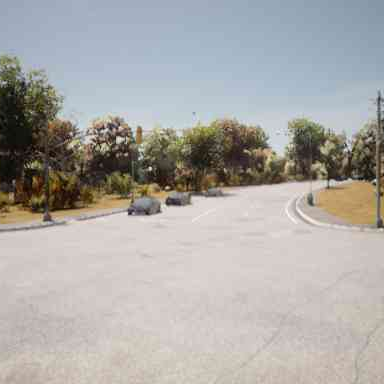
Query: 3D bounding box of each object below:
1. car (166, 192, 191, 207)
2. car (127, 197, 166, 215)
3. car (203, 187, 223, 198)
[{"bbox_3d":[-1.573,0.789,39.057,1.882,1.535,5.008,0,2,18],"label":"car"},{"bbox_3d":[-4.090,1.182,29.263,1.812,1.442,4.674,0,1,13],"label":"car"},{"bbox_3d":[3.369,0.021,52.555,1.812,1.442,4.674,0,4,23],"label":"car"}]
